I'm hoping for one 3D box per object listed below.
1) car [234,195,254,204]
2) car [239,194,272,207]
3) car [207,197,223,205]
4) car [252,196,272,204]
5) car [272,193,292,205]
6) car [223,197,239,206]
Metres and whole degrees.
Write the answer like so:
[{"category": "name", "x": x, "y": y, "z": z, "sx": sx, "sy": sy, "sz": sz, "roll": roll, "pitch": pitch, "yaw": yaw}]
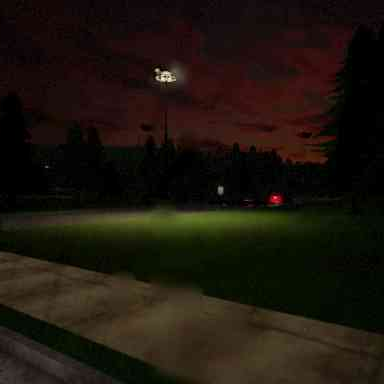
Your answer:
[{"category": "car", "x": 9.681, "y": 1.397, "z": 61.465, "sx": 1.812, "sy": 1.442, "sz": 4.674, "roll": 0, "pitch": 0, "yaw": 36}, {"category": "car", "x": 9.409, "y": 1.392, "z": 49.177, "sx": 2.128, "sy": 1.511, "sz": 4.902, "roll": 0, "pitch": 0, "yaw": 37}, {"category": "car", "x": 4.300, "y": 1.443, "z": 54.033, "sx": 1.994, "sy": 1.385, "sz": 4.181, "roll": 0, "pitch": 0, "yaw": 37}, {"category": "car", "x": 12.502, "y": 1.408, "z": 59.394, "sx": 1.812, "sy": 1.442, "sz": 4.674, "roll": 0, "pitch": 0, "yaw": 36}, {"category": "car", "x": 15.342, "y": 1.114, "z": 57.346, "sx": 2.150, "sy": 2.045, "sz": 5.566, "roll": 0, "pitch": 0, "yaw": 36}, {"category": "car", "x": 7.119, "y": 1.453, "z": 51.959, "sx": 1.994, "sy": 1.385, "sz": 4.181, "roll": 0, "pitch": 0, "yaw": 37}]
